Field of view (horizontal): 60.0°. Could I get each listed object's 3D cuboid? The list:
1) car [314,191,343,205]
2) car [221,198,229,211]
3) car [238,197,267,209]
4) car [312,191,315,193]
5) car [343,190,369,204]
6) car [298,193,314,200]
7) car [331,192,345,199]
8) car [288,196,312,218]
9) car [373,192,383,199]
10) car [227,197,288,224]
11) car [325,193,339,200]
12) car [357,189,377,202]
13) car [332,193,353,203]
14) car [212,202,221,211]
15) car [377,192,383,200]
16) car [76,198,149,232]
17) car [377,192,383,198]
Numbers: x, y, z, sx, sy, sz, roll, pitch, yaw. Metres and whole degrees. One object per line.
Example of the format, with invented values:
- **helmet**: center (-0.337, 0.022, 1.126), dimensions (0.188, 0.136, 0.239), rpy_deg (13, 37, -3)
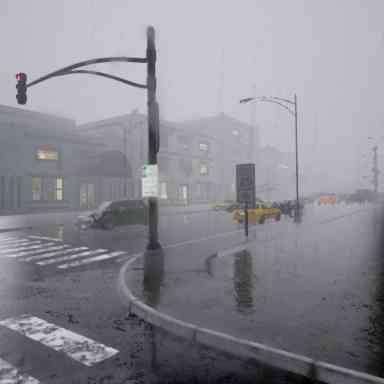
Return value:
- **car**: center (19.247, 0.845, 46.662), dimensions (2.097, 1.767, 4.553), rpy_deg (-1, 0, 35)
- **car**: center (5.073, 1.298, 32.579), dimensions (1.994, 1.385, 4.181), rpy_deg (-1, 0, 36)
- **car**: center (7.293, 1.293, 40.038), dimensions (1.802, 1.307, 4.206), rpy_deg (-1, 0, 36)
- **car**: center (23.550, 0.769, 62.419), dimensions (2.192, 1.841, 5.009), rpy_deg (-1, 0, 36)
- **car**: center (22.875, 0.924, 46.469), dimensions (1.837, 1.490, 4.892), rpy_deg (-1, 0, 36)
- **car**: center (14.837, 1.143, 45.903), dimensions (1.994, 1.385, 4.181), rpy_deg (-1, 0, 37)
- **car**: center (33.308, 0.743, 75.847), dimensions (1.967, 1.590, 4.097), rpy_deg (-1, 0, 36)
- **car**: center (7.565, 1.217, 26.158), dimensions (2.008, 1.369, 4.403), rpy_deg (-1, 0, 36)
- **car**: center (40.086, 0.720, 70.920), dimensions (1.947, 1.339, 4.313), rpy_deg (-1, 0, 36)
- **car**: center (4.413, 1.242, 21.819), dimensions (1.752, 1.417, 4.829), rpy_deg (-1, 0, 36)
- **car**: center (30.057, 0.935, 71.371), dimensions (1.802, 1.307, 4.206), rpy_deg (-1, 0, 36)
- **car**: center (26.970, 0.576, 52.180), dimensions (2.150, 2.045, 5.566), rpy_deg (-1, 0, 36)
- **car**: center (24.493, 0.901, 53.885), dimensions (2.128, 1.511, 4.902), rpy_deg (-1, 0, 36)
- **car**: center (3.941, 1.290, 35.423), dimensions (1.752, 1.417, 4.829), rpy_deg (-1, 0, 36)
- **car**: center (33.579, 0.569, 61.967), dimensions (2.192, 1.841, 5.009), rpy_deg (-1, 0, 36)
- **car**: center (-4.453, 1.239, 19.484), dimensions (2.097, 1.767, 4.553), rpy_deg (-1, 0, 36)
- **car**: center (43.164, 0.651, 75.144), dimensions (1.887, 1.381, 4.507), rpy_deg (-1, 0, 36)
